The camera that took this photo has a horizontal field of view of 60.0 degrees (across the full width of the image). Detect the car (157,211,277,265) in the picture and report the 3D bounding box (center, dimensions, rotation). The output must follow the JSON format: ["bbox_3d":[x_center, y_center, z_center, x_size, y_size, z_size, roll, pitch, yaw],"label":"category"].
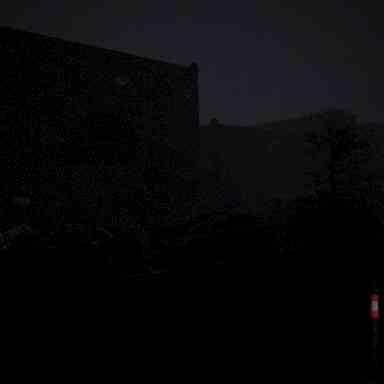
[{"bbox_3d":[0.872,1.420,11.346,4.792,1.488,2.163,1,0,-37],"label":"car"}]

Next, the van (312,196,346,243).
[{"bbox_3d":[6.166,1.132,15.137,4.442,1.987,1.878,1,0,-38],"label":"van"}]

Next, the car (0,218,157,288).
[{"bbox_3d":[-3.611,1.417,8.140,4.892,1.521,2.231,1,0,-37],"label":"car"}]
